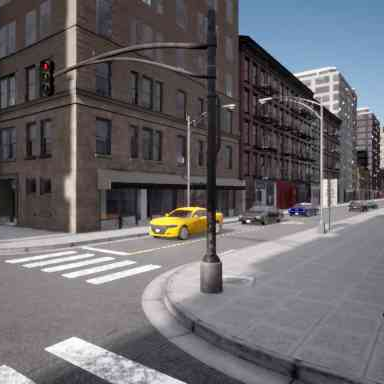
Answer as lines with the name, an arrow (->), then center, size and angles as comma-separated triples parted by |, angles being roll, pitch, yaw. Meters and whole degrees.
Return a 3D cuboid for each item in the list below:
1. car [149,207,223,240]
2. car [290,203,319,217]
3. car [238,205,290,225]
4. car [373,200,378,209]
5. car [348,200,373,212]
car -> -0.188, 1.575, 17.872 | 1.882, 1.535, 5.008 | 0, 0, 35
car -> 11.535, 1.815, 34.314 | 1.895, 1.301, 4.718 | 0, 0, 36
car -> 5.551, 1.704, 25.932 | 2.033, 1.411, 5.357 | 0, 0, 35
car -> 27.777, 1.904, 52.043 | 1.994, 1.385, 4.181 | 0, 0, 35
car -> 22.023, 1.781, 43.966 | 2.128, 1.511, 4.902 | 0, 0, 36
